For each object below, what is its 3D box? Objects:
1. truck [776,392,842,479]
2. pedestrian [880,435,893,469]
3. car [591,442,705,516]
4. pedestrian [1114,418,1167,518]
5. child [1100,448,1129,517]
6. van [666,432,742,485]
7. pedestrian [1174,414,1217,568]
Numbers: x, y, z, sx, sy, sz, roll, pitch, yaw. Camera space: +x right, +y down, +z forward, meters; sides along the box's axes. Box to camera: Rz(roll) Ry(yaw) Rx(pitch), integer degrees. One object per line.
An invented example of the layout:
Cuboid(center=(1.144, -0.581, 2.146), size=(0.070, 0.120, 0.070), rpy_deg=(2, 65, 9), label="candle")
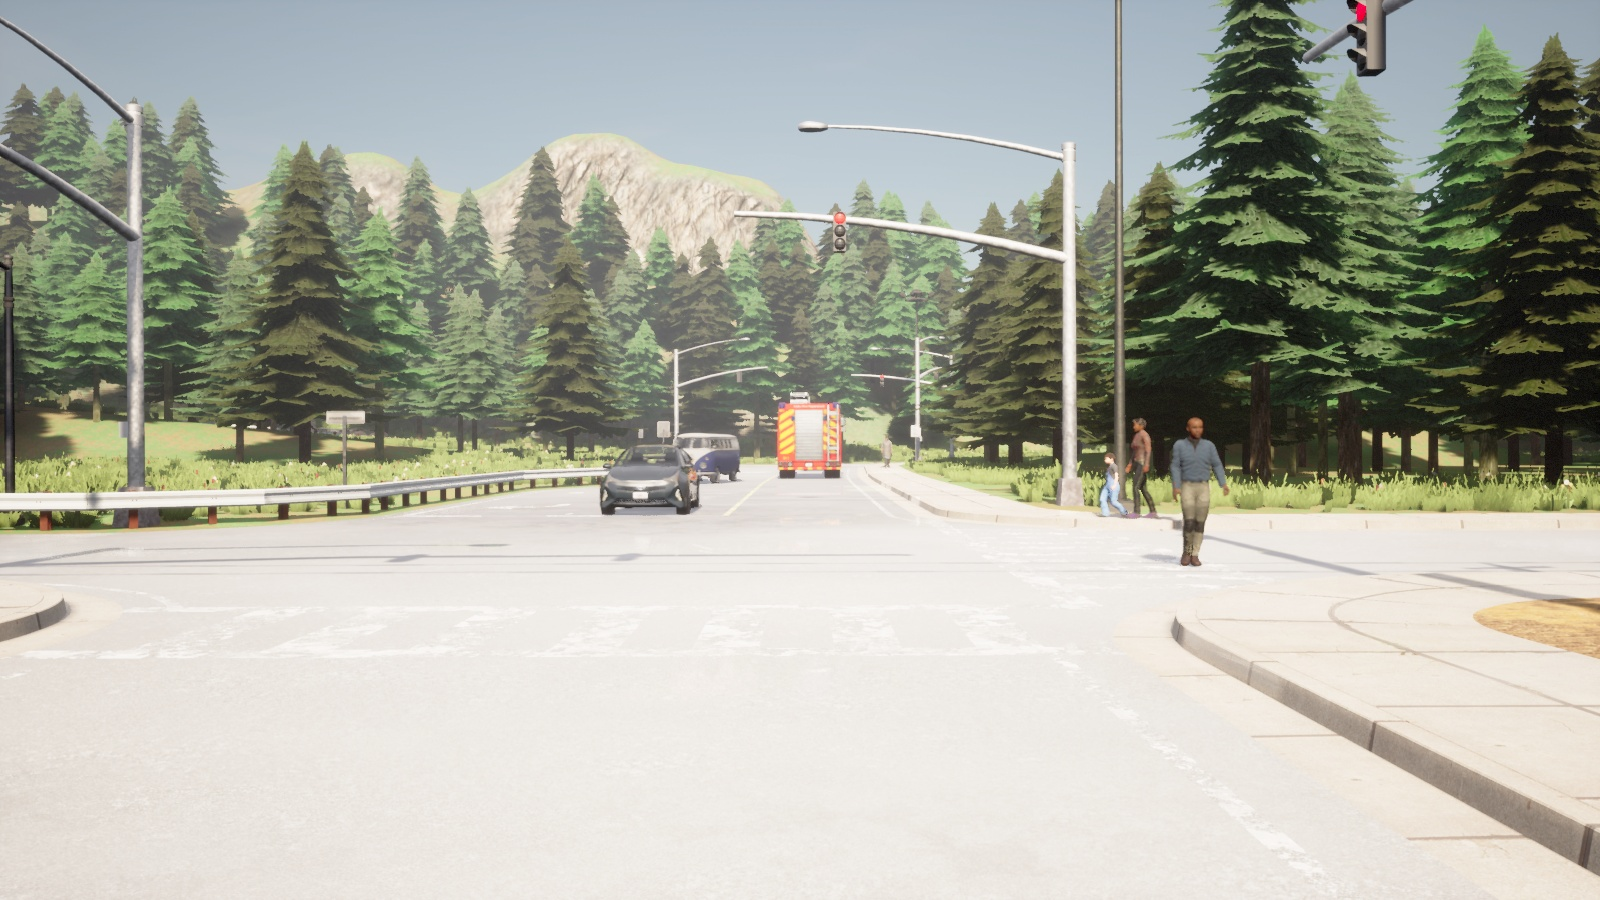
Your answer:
Cuboid(center=(0.522, -0.654, 59.825), size=(2.891, 3.827, 8.468), rpy_deg=(0, 0, 2), label="truck")
Cuboid(center=(5.056, 0.108, 73.352), size=(0.659, 1.952, 0.873), rpy_deg=(0, 0, -1), label="pedestrian")
Cuboid(center=(-3.333, 0.593, 28.444), size=(2.007, 1.525, 4.514), rpy_deg=(0, 0, 0), label="car")
Cuboid(center=(6.173, 0.327, 22.749), size=(0.869, 1.805, 0.328), rpy_deg=(0, 0, -1), label="pedestrian")
Cuboid(center=(5.814, 0.602, 23.232), size=(0.437, 1.263, 0.270), rpy_deg=(0, 0, -9), label="child")
Cuboid(center=(-3.752, 0.314, 49.979), size=(1.775, 1.987, 4.442), rpy_deg=(0, 0, 13), label="van")
Cuboid(center=(4.814, 0.486, 15.310), size=(0.370, 1.835, 0.726), rpy_deg=(0, 0, 7), label="pedestrian")
